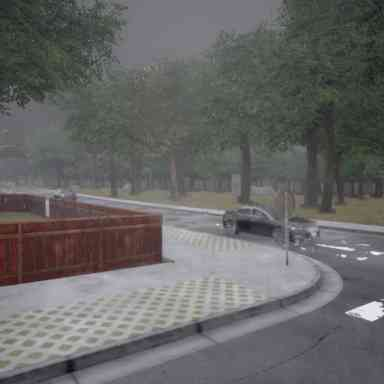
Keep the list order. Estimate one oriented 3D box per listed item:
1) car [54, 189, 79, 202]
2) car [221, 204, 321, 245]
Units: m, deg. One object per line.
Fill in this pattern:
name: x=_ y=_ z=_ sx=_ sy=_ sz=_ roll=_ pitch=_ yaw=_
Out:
car: x=-16.133 y=0.372 z=42.561 sx=2.097 sy=1.767 sz=4.553 roll=-2 pitch=3 yaw=-35
car: x=3.392 y=1.357 z=15.125 sx=2.128 sy=1.511 sz=4.902 roll=-2 pitch=2 yaw=-35
